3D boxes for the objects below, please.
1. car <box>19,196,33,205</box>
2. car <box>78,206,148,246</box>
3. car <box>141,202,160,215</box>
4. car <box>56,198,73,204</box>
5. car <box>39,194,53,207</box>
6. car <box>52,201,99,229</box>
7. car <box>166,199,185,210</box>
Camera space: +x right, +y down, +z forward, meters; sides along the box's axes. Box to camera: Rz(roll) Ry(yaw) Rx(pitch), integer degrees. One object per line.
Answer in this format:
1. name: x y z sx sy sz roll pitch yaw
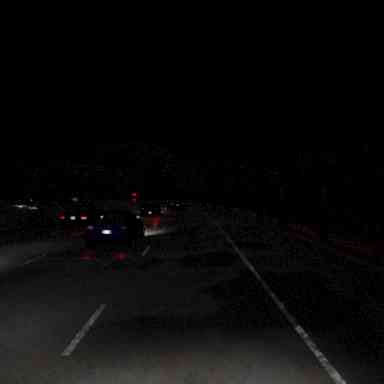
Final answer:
1. car: -30.376 1.494 60.855 2.097 1.767 4.553 0 0 -27
2. car: -3.401 1.559 15.244 1.994 1.385 4.181 0 0 0
3. car: -4.141 1.609 33.144 1.895 1.301 4.718 0 0 -6
4. car: -17.205 1.550 45.267 1.837 1.490 4.892 0 0 -15
5. car: -23.309 1.562 53.174 1.882 1.535 5.008 0 0 -20
6. car: -6.934 1.545 21.749 2.033 1.411 5.357 0 0 -1
7. car: -2.169 1.585 42.813 1.994 1.385 4.181 0 0 -11
